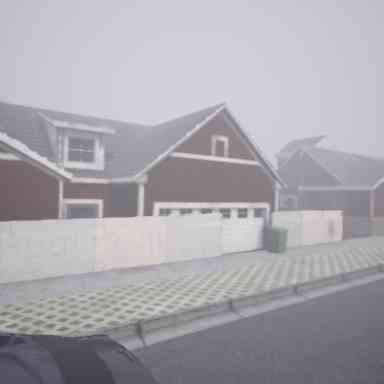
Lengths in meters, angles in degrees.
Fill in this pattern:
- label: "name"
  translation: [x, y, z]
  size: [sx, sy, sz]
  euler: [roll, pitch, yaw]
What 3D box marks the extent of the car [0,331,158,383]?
- label: "car"
  translation: [-2.312, 1.470, 0.954]
  size: [4.902, 1.511, 2.128]
  euler: [1, -1, -36]
